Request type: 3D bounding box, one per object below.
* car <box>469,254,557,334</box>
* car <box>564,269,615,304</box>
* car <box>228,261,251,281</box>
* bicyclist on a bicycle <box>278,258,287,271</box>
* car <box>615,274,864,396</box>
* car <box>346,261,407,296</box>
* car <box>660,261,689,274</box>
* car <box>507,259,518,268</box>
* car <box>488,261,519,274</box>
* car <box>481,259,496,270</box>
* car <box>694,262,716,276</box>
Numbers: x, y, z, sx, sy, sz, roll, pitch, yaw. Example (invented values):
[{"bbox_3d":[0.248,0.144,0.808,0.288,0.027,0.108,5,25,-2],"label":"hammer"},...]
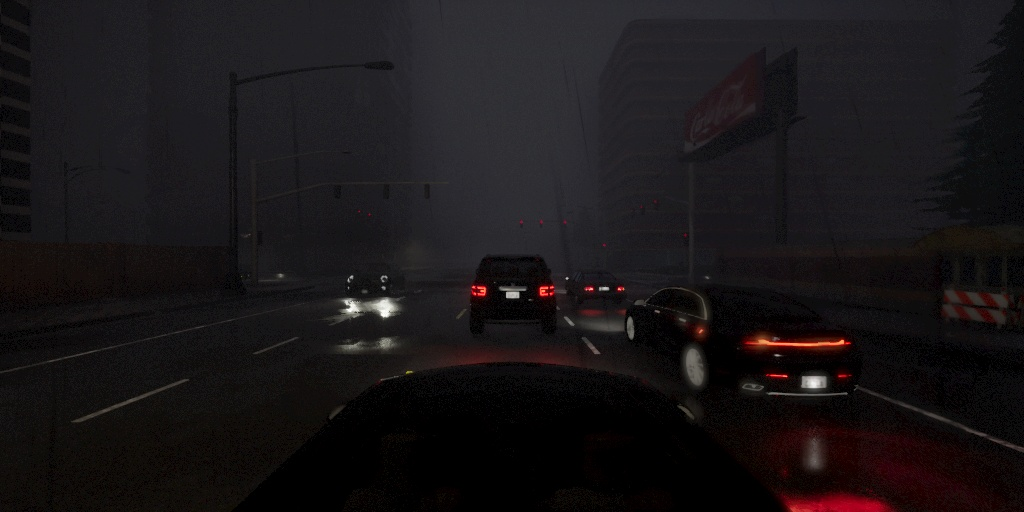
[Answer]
[{"bbox_3d":[0.043,0.971,10.759,2.150,2.045,5.566,0,0,1],"label":"car"},{"bbox_3d":[3.590,1.297,16.211,2.033,1.411,5.357,0,0,1],"label":"car"},{"bbox_3d":[-23.209,1.251,28.296,4.892,1.490,1.837,1,0,0],"label":"car"},{"bbox_3d":[-28.008,1.050,43.751,0.582,1.620,1.656,0,0,0],"label":"bicyclist on a bicycle"},{"bbox_3d":[3.600,1.255,6.691,1.837,1.490,4.892,0,0,0],"label":"car"},{"bbox_3d":[-7.109,1.102,19.169,2.097,1.767,4.553,0,0,-4],"label":"car"},{"bbox_3d":[18.632,1.275,39.223,4.674,1.442,1.812,0,0,0],"label":"car"},{"bbox_3d":[0.097,1.227,62.292,1.882,1.535,5.008,0,0,0],"label":"car"},{"bbox_3d":[-0.908,1.313,41.702,1.994,1.385,4.181,0,0,24],"label":"car"},{"bbox_3d":[-3.557,1.275,54.949,1.812,1.442,4.674,0,0,0],"label":"car"},{"bbox_3d":[21.315,1.227,35.738,5.008,1.535,1.882,0,0,0],"label":"car"}]
